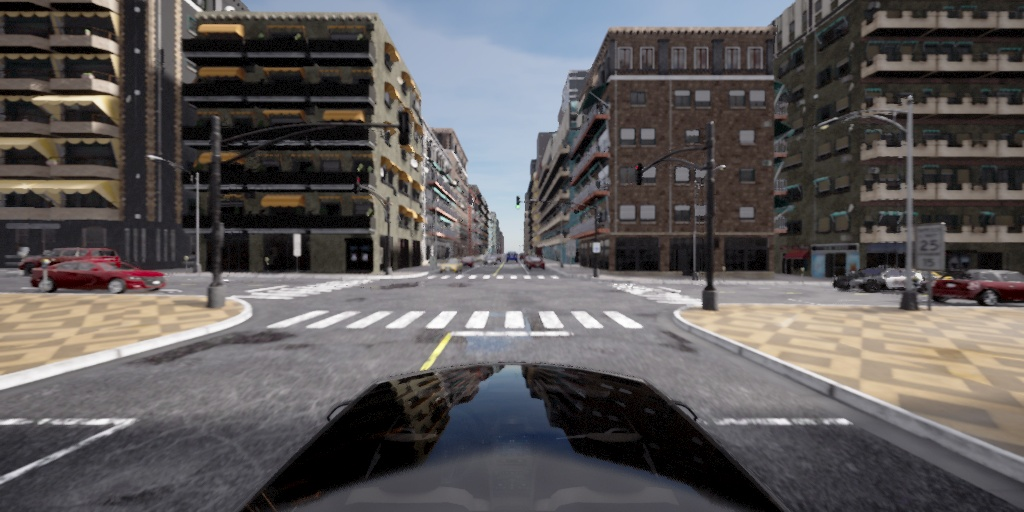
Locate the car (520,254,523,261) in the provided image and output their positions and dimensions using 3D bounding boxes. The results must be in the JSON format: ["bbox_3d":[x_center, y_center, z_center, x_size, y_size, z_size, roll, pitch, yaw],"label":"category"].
[{"bbox_3d":[2.683,0.630,56.334,1.802,1.307,4.207,0,0,0],"label":"car"}]

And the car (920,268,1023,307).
[{"bbox_3d":[20.833,1.322,15.443,4.097,1.591,1.967,0,0,0],"label":"car"}]

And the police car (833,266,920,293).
[{"bbox_3d":[21.804,1.387,21.104,4.974,1.542,2.038,1,0,0],"label":"police car"}]

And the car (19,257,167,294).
[{"bbox_3d":[-17.264,0.834,15.108,4.507,1.381,1.888,0,0,0],"label":"car"}]

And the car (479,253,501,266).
[{"bbox_3d":[-3.061,0.601,51.389,2.128,1.511,4.902,0,1,0],"label":"car"}]

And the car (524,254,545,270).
[{"bbox_3d":[2.686,0.805,39.764,1.888,1.381,4.507,0,0,0],"label":"car"}]

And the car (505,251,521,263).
[{"bbox_3d":[-0.008,0.157,65.207,2.150,2.045,5.566,0,1,0],"label":"car"}]

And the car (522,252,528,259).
[{"bbox_3d":[2.685,0.629,45.288,1.967,1.591,4.097,0,0,0],"label":"car"}]

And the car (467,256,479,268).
[{"bbox_3d":[-5.696,0.733,45.300,1.888,1.381,4.507,0,0,0],"label":"car"}]

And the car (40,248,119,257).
[{"bbox_3d":[-28.649,0.400,23.399,5.009,1.841,2.192,0,0,0],"label":"car"}]

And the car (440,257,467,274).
[{"bbox_3d":[-5.694,0.855,34.084,1.751,1.417,4.829,0,0,0],"label":"car"}]
